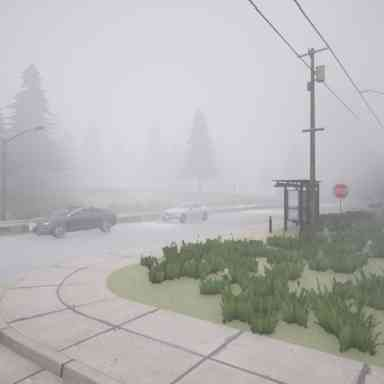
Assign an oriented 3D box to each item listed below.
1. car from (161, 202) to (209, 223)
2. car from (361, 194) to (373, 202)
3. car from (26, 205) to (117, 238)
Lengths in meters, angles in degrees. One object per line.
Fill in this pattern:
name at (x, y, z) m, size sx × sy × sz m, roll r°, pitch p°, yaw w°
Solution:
car at (-0.412, 1.527, 25.913) m, size 1.812 × 1.442 × 4.674 m, roll 0°, pitch 0°, yaw 36°
car at (40.334, 1.356, 76.529) m, size 2.097 × 1.767 × 4.553 m, roll 0°, pitch 0°, yaw 36°
car at (-6.259, 1.492, 17.842) m, size 2.128 × 1.511 × 4.902 m, roll 0°, pitch 0°, yaw 36°
